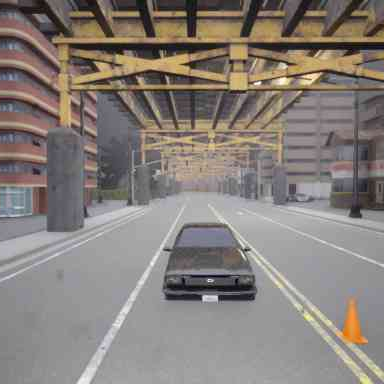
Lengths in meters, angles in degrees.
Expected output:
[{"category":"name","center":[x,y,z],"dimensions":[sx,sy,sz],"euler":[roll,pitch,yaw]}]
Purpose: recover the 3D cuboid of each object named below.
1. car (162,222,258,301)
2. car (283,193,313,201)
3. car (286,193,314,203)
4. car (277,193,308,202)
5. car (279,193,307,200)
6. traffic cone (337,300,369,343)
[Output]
[{"category":"car","center":[0.364,1.533,8.705],"dimensions":[2.033,1.411,5.357],"euler":[0,0,1]},{"category":"car","center":[17.530,0.849,54.829],"dimensions":[4.536,1.218,1.853],"euler":[0,1,-20]},{"category":"car","center":[17.481,1.006,54.813],"dimensions":[4.974,1.542,2.038],"euler":[0,1,-20]},{"category":"car","center":[17.830,0.959,58.970],"dimensions":[4.974,1.542,2.038],"euler":[0,1,25]},{"category":"car","center":[17.878,0.802,58.946],"dimensions":[4.536,1.218,1.853],"euler":[0,1,25]},{"category":"traffic cone","center":[2.455,1.949,5.097],"dimensions":[0.340,0.580,0.340],"euler":[0,0,0]}]
